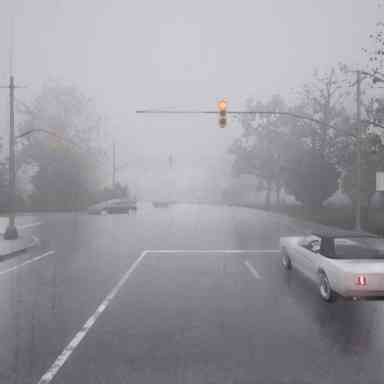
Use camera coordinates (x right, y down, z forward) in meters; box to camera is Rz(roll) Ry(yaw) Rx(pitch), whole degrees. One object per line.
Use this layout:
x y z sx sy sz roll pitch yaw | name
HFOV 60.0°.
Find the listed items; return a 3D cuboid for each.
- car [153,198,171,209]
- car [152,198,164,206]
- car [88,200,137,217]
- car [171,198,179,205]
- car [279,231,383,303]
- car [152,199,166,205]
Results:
-4.422 1.620 48.688 1.882 1.535 5.008 0 -1 -5 | car
-6.721 1.970 65.938 1.882 1.535 5.008 0 -2 -11 | car
-7.505 1.519 31.779 1.837 1.490 4.892 3 2 44 | car
-4.979 2.248 73.788 1.895 1.301 4.718 0 -1 -19 | car
3.598 1.601 8.170 1.895 1.301 4.718 0 0 0 | car
-8.238 2.461 83.113 1.895 1.301 4.718 0 -1 -25 | car
